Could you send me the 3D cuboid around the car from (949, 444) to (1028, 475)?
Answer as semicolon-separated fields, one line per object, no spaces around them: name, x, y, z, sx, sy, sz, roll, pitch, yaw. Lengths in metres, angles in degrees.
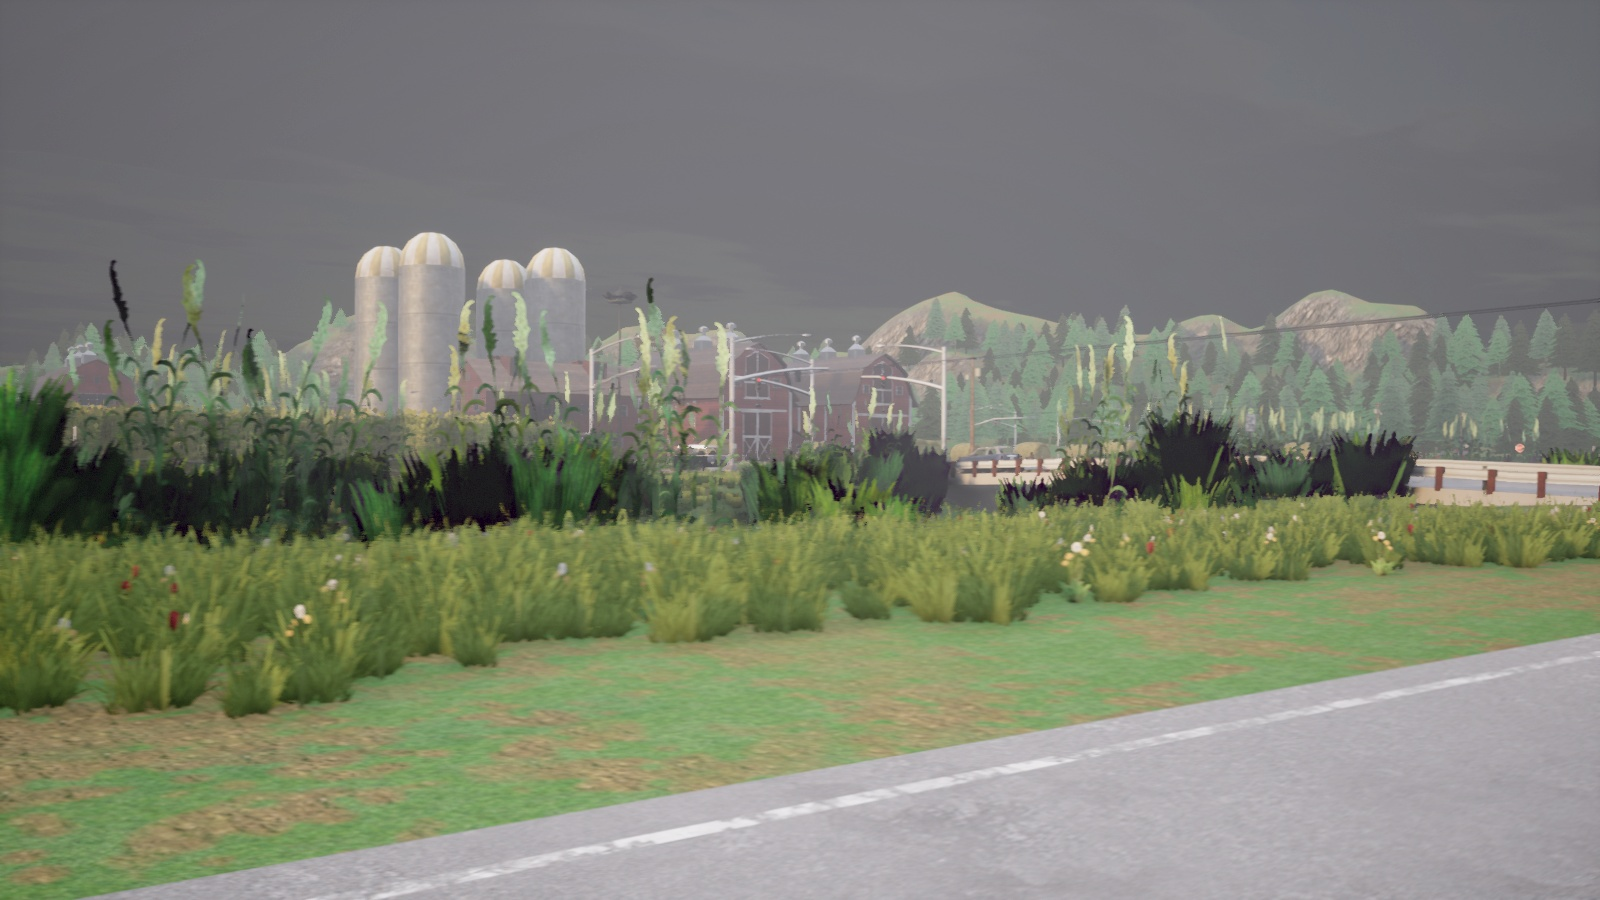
car;9.786;0.510;65.513;1.970;1.475;3.806;0;-3;-34

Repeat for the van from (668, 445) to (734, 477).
van;-6.422;0.691;81.322;2.069;2.038;4.480;0;0;-39
